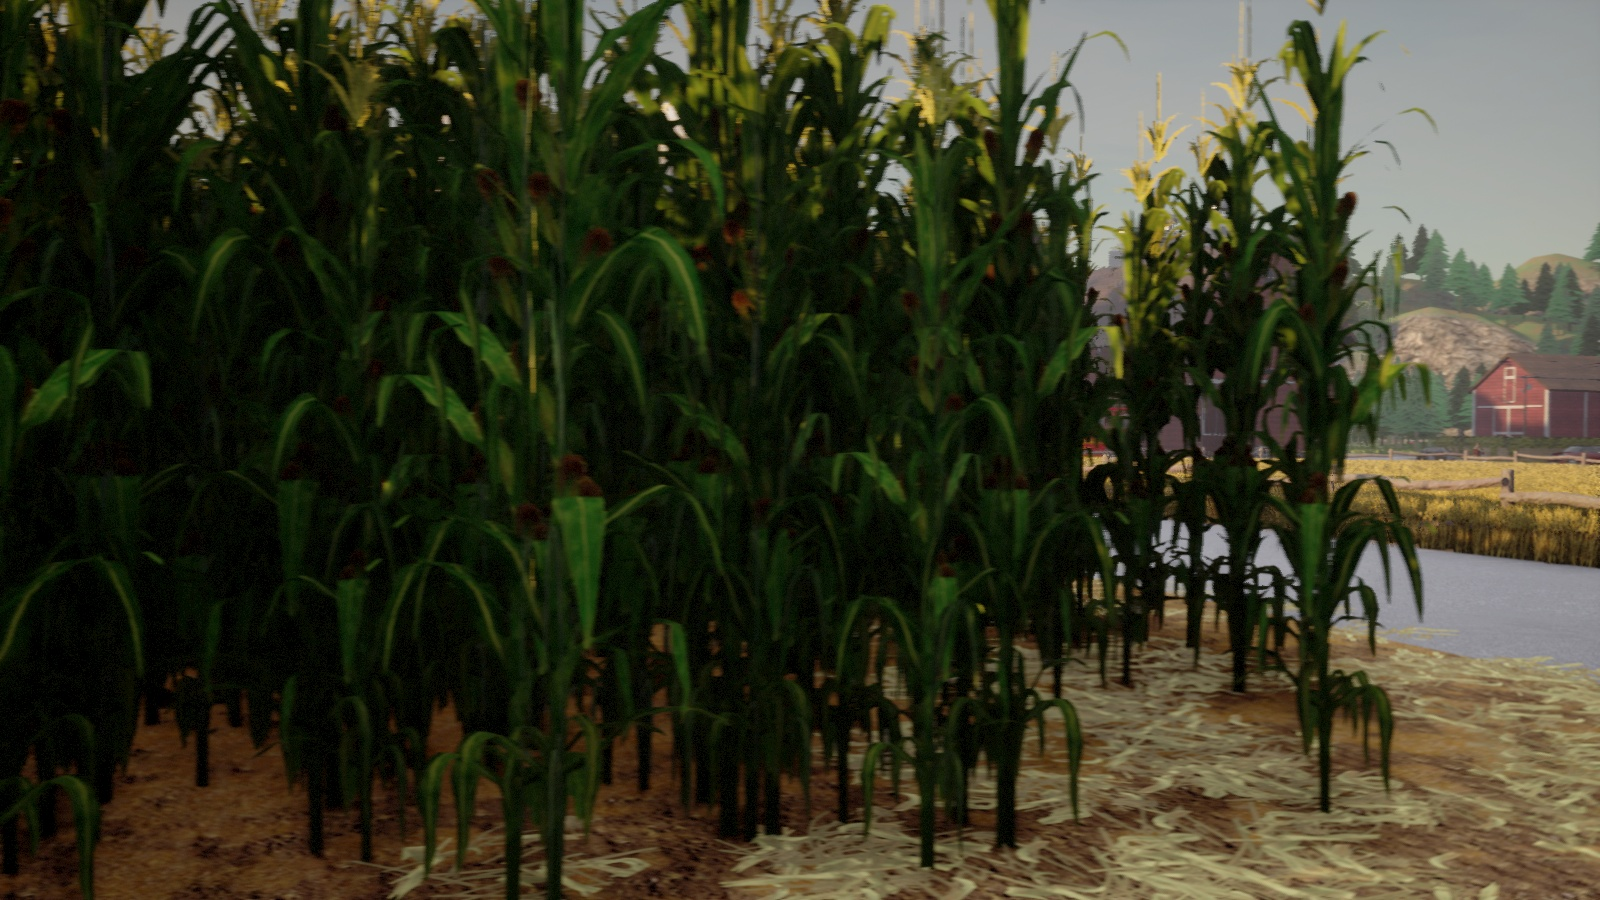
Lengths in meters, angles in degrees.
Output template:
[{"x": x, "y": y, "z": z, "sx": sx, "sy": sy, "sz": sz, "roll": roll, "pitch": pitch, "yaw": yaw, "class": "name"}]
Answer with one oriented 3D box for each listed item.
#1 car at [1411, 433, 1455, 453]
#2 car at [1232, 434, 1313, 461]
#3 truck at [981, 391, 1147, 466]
[{"x": 43.907, "y": -0.501, "z": 87.144, "sx": 1.994, "sy": 1.385, "sz": 4.181, "roll": 0, "pitch": 1, "yaw": 17, "class": "car"}, {"x": 27.081, "y": -0.161, "z": 72.002, "sx": 4.193, "sy": 1.474, "sz": 1.816, "roll": -1, "pitch": 1, "yaw": -20, "class": "car"}, {"x": 14.188, "y": -1.186, "z": 67.390, "sx": 8.468, "sy": 3.827, "sz": 2.891, "roll": -1, "pitch": 1, "yaw": -21, "class": "truck"}]
